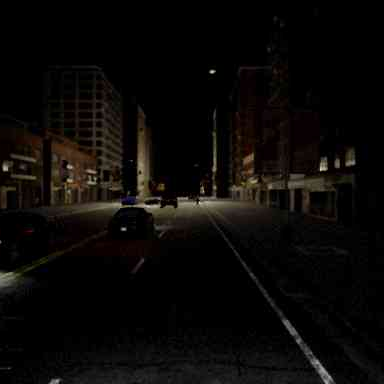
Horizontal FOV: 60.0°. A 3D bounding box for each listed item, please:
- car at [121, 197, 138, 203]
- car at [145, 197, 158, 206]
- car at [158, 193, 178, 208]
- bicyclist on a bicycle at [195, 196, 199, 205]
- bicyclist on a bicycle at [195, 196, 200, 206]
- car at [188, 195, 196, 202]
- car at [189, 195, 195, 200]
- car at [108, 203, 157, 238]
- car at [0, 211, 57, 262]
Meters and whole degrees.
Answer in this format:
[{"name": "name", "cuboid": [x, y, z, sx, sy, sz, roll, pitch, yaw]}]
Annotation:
[{"name": "car", "cuboid": [-9.821, 1.479, 52.428, 1.882, 1.535, 5.008, 0, 0, 0]}, {"name": "car", "cuboid": [-6.565, 1.566, 54.631, 1.994, 1.385, 4.181, 0, 0, 0]}, {"name": "car", "cuboid": [-3.163, 1.223, 47.170, 2.150, 2.045, 5.566, 0, 0, 0]}, {"name": "bicyclist on a bicycle", "cuboid": [0.877, 1.456, 58.916, 0.582, 1.620, 1.656, 0, 0, 0]}, {"name": "bicyclist on a bicycle", "cuboid": [0.873, 1.439, 50.622, 0.866, 1.612, 1.509, 0, 0, 0]}, {"name": "car", "cuboid": [-0.022, 1.530, 78.845, 2.128, 1.511, 4.902, 0, 0, 0]}, {"name": "car", "cuboid": [-0.025, 1.514, 91.690, 1.812, 1.442, 4.674, 0, 0, 0]}, {"name": "car", "cuboid": [-3.155, 1.526, 17.645, 1.812, 1.442, 4.674, 0, 0, 0]}, {"name": "car", "cuboid": [-6.602, 1.505, 12.149, 1.837, 1.490, 4.892, 0, 0, 0]}]
